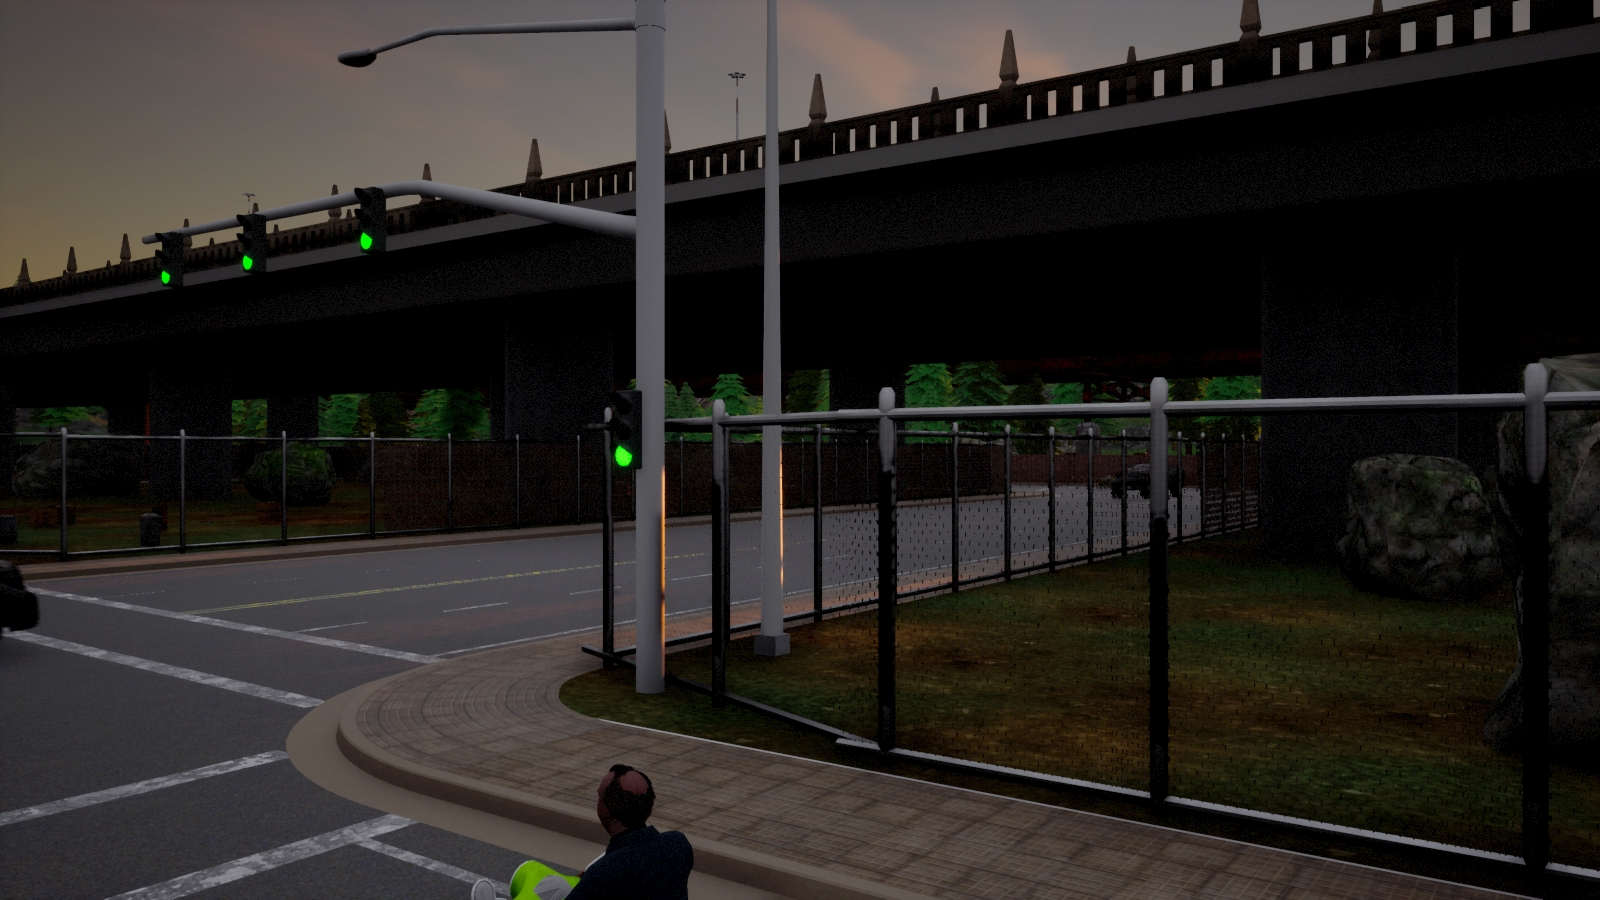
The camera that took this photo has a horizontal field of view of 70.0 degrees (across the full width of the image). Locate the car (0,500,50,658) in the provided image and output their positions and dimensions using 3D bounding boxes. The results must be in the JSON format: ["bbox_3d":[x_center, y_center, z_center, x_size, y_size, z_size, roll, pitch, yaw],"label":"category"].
[{"bbox_3d":[-12.800,1.746,14.063,2.150,2.045,5.566,0,0,35],"label":"car"}]

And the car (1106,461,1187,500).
[{"bbox_3d":[20.506,1.753,67.364,2.390,2.098,6.274,0,0,39],"label":"car"}]
